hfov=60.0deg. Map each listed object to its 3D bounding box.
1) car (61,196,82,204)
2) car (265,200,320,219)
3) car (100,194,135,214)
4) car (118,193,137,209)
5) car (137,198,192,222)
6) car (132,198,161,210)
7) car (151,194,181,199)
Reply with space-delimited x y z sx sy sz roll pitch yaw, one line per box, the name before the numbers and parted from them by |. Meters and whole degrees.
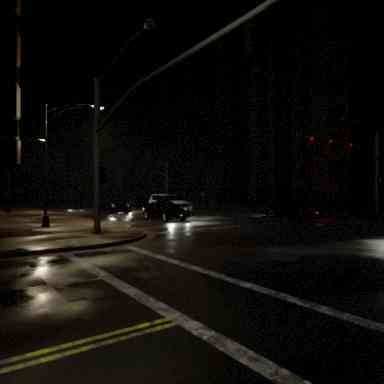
car | -17.266 1.189 47.386 1.882 1.535 5.008 0 0 -36
car | 8.835 1.494 29.574 1.837 1.490 4.892 -3 2 -43
car | -8.229 1.346 34.861 2.097 1.767 4.553 0 0 -36
car | -9.659 1.214 42.794 2.150 2.045 5.566 0 0 -35
car | -2.236 1.499 26.642 1.837 1.490 4.892 0 0 -36
car | -6.086 1.516 44.073 1.812 1.442 4.674 0 0 -36
car | -2.247 1.214 32.600 2.150 2.045 5.566 0 0 -36
